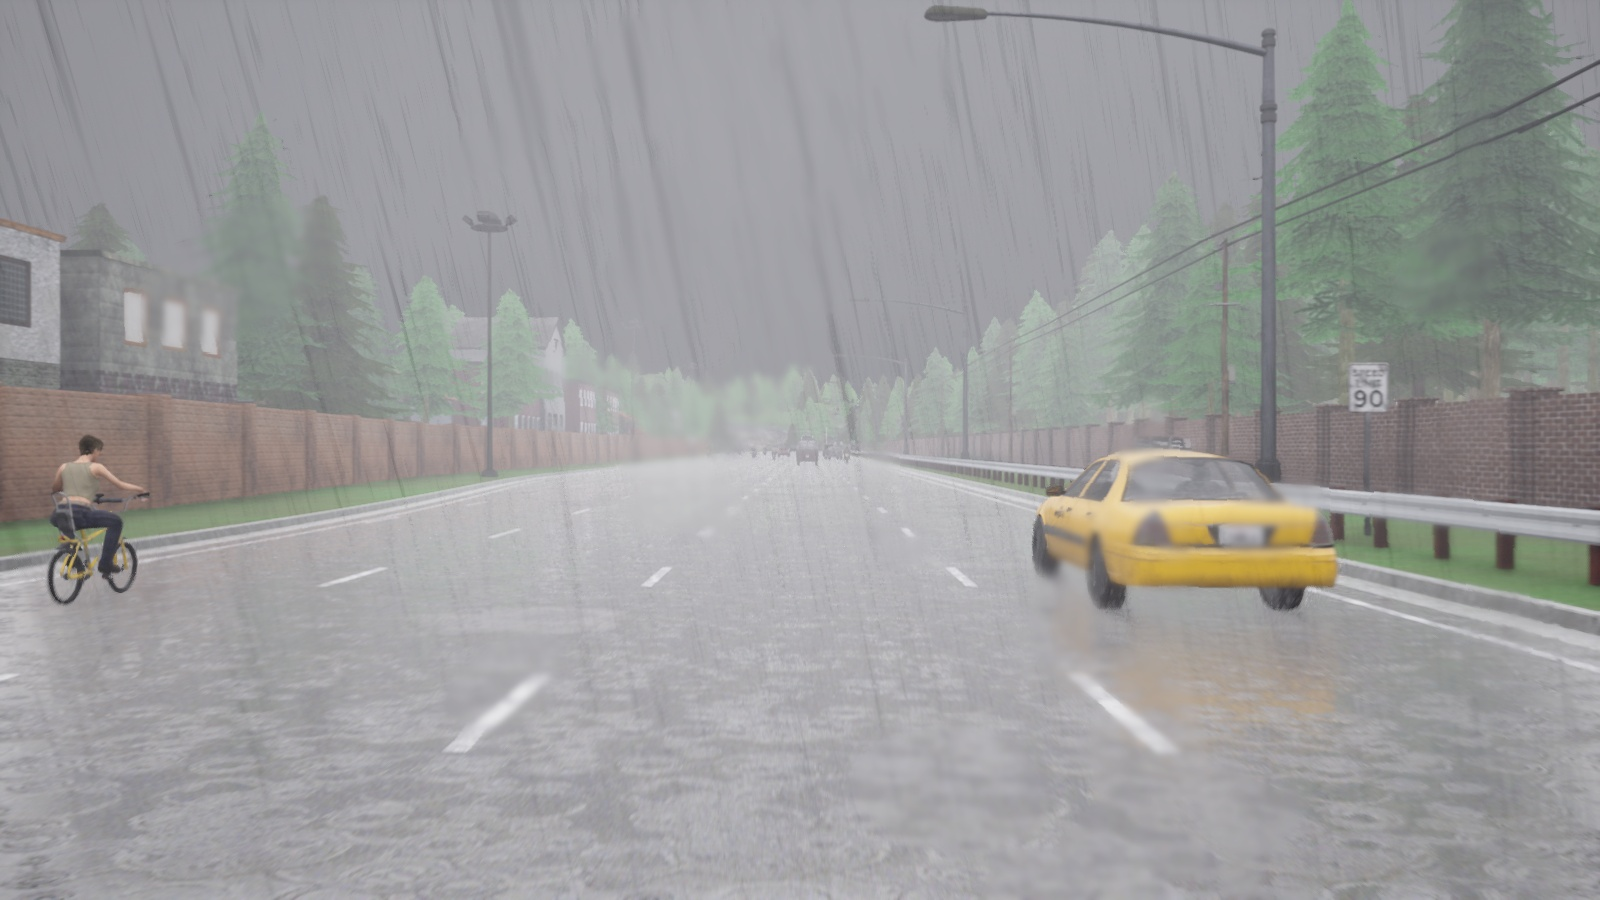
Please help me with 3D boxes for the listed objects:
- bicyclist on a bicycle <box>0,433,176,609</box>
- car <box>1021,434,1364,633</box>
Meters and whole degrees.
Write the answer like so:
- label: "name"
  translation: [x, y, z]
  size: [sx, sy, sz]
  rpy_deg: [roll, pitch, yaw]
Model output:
- label: "bicyclist on a bicycle"
  translation: [-6.919, 0.651, 12.282]
  size: [0.866, 1.612, 1.509]
  rpy_deg: [0, 0, 1]
- label: "car"
  translation: [3.588, 0.660, 12.652]
  size: [1.801, 1.575, 5.366]
  rpy_deg: [0, 0, 0]
